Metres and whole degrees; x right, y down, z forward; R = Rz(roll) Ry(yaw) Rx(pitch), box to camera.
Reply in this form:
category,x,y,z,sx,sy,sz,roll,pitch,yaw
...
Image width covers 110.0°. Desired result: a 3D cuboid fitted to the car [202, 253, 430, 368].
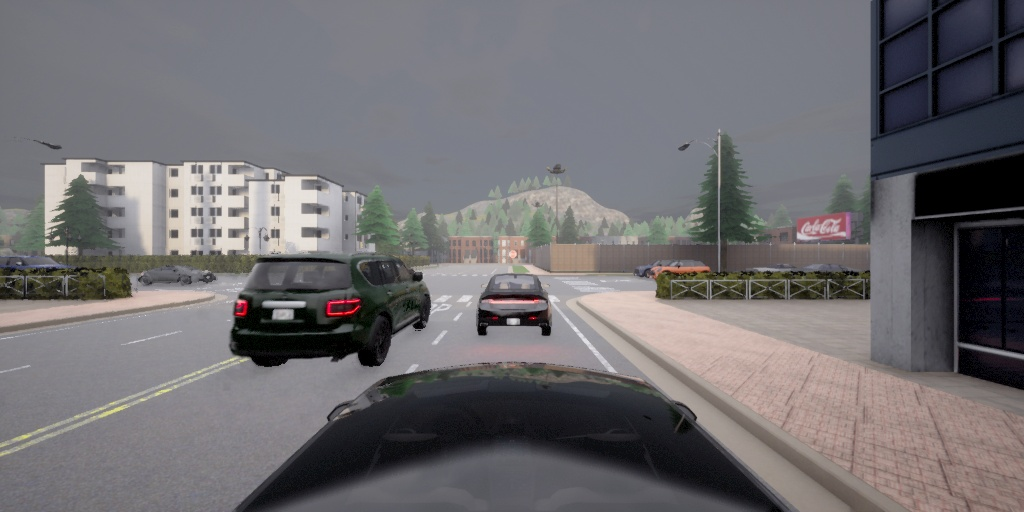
category,x,y,z,sx,sy,sz,roll,pitch,yaw
car,-3.417,0.970,8.024,2.150,2.045,5.566,0,0,0

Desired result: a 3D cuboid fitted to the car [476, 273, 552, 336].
category,x,y,z,sx,sy,sz,roll,pitch,yaw
car,0.092,1.242,10.383,2.128,1.511,4.902,0,0,1

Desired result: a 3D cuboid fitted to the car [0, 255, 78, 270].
category,x,y,z,sx,sy,sz,roll,pitch,yaw
car,-33.725,0.969,25.022,5.566,2.045,2.150,0,0,0

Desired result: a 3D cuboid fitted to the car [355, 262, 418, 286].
category,x,y,z,sx,sy,sz,roll,pitch,yaw
car,-9.282,1.227,26.308,5.008,1.535,1.882,0,-1,38

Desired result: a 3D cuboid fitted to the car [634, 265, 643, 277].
category,x,y,z,sx,sy,sz,roll,pitch,yaw
car,13.386,1.102,32.255,4.553,1.767,2.097,0,0,0

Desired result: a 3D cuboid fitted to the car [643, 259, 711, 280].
category,x,y,z,sx,sy,sz,roll,pitch,yaw
car,13.372,1.102,28.756,4.553,1.767,2.097,0,0,0

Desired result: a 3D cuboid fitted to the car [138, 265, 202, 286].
category,x,y,z,sx,sy,sz,roll,pitch,yaw
car,-23.282,1.314,25.077,4.181,1.385,1.994,0,0,-2

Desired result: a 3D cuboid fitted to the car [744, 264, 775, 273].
category,x,y,z,sx,sy,sz,roll,pitch,yaw
car,23.645,1.351,32.199,4.718,1.301,1.895,0,0,0

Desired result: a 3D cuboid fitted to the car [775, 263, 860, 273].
category,x,y,z,sx,sy,sz,roll,pitch,yaw
car,24.722,1.298,28.698,5.357,1.411,2.033,0,0,0
